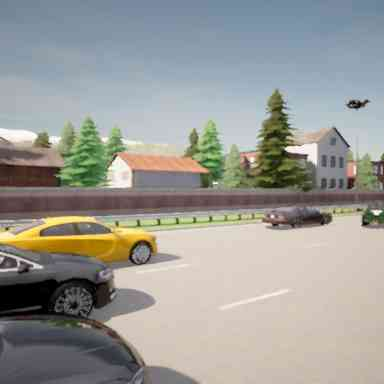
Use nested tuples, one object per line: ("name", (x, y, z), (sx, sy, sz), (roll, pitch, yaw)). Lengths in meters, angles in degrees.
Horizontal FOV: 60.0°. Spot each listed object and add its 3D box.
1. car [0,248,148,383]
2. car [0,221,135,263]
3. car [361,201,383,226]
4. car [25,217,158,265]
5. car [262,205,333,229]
("car", (-2.579, 1.491, 1.905), (4.902, 1.511, 2.128), (0, 0, -36))
("car", (-3.688, 1.491, 5.413), (4.902, 1.511, 2.128), (0, 0, -36))
("car", (13.070, 1.329, 21.675), (4.553, 1.767, 2.097), (0, 0, -36))
("car", (-3.385, 1.475, 9.931), (5.008, 1.535, 1.882), (0, 0, -36))
("car", (6.912, 1.529, 21.582), (5.357, 1.411, 2.033), (0, 0, -36))
